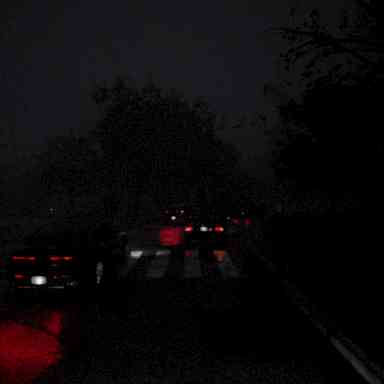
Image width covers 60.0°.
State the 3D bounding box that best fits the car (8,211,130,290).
[{"bbox_3d":[-3.018,1.521,9.142,1.837,1.490,4.892,0,0,2],"label":"car"}]

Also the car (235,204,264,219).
[{"bbox_3d":[5.829,1.918,33.190,2.128,1.511,4.902,-2,-4,27],"label":"car"}]

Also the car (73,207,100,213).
[{"bbox_3d":[-21.377,3.822,66.367,2.097,1.767,4.553,-3,-5,40],"label":"car"}]

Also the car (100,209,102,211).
[{"bbox_3d":[-21.489,4.095,70.819,4.553,1.767,2.097,3,-5,-41],"label":"car"}]

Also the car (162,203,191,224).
[{"bbox_3d":[-0.747,1.569,24.972,1.837,1.490,4.892,-1,-1,12],"label":"car"}]

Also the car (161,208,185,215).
[{"bbox_3d":[-4.049,4.336,72.714,5.008,1.535,1.882,0,-4,5],"label":"car"}]

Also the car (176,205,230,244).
[{"bbox_3d":[0.790,1.553,15.959,2.033,1.411,5.357,0,0,7],"label":"car"}]
